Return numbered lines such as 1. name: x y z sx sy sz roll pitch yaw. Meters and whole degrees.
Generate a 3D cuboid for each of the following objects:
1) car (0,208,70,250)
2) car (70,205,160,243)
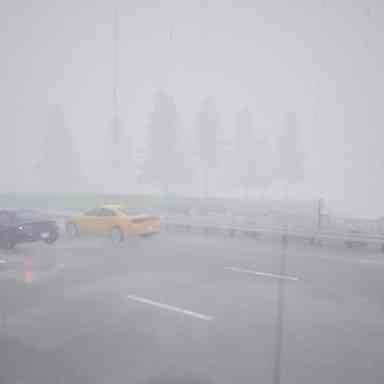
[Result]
1. car: -7.225 1.365 13.460 4.674 1.442 1.812 1 1 36
2. car: -3.754 1.337 15.283 5.008 1.535 1.882 1 0 36
